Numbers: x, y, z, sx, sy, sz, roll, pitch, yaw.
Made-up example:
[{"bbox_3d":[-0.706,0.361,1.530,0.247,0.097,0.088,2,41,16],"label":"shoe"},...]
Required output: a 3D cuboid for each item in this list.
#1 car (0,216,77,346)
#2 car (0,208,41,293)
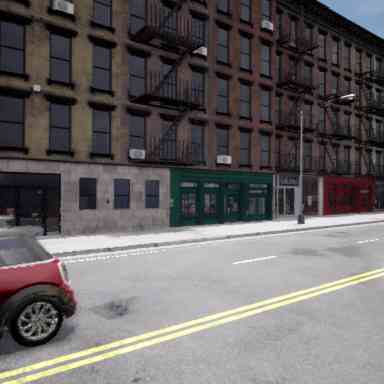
[{"bbox_3d":[-4.141,1.352,4.728,4.553,1.767,2.097,0,0,-35],"label":"car"},{"bbox_3d":[-6.025,1.352,7.375,4.553,1.767,2.097,0,0,-35],"label":"car"}]
